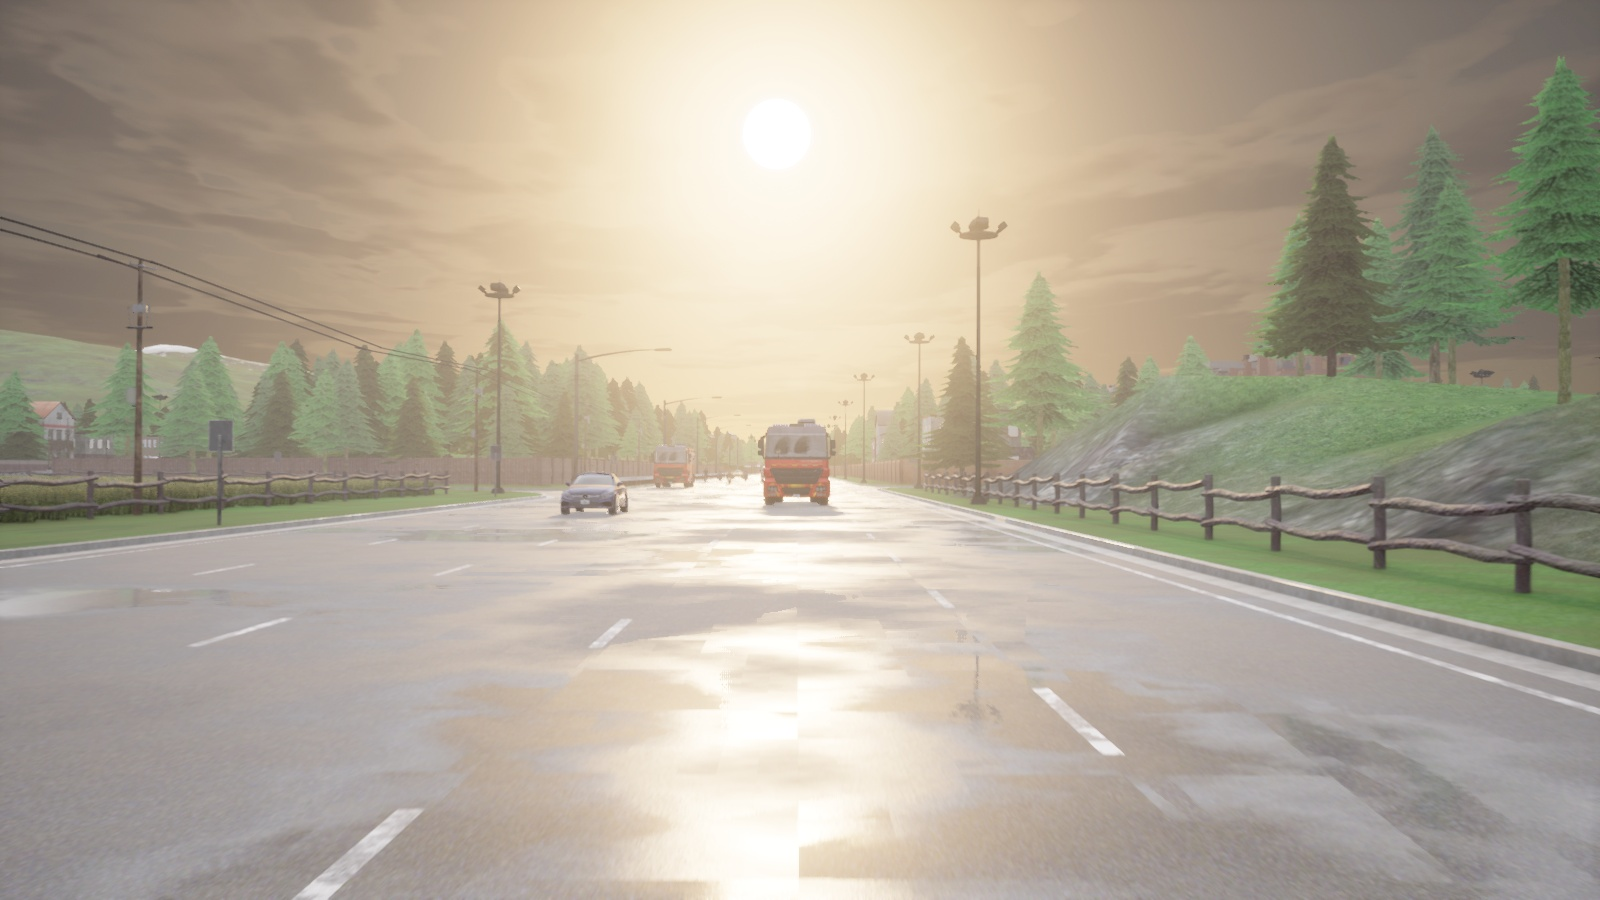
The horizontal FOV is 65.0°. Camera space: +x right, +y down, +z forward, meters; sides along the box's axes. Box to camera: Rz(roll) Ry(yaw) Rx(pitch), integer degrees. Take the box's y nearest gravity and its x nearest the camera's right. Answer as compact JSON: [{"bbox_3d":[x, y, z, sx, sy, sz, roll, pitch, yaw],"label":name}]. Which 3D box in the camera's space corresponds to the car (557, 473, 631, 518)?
[{"bbox_3d":[-7.106,1.548,43.795,1.812,1.442,4.674,0,-1,0],"label":"car"}]

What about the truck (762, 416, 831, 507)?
[{"bbox_3d":[-0.142,0.538,57.172,2.891,3.827,8.468,0,-1,0],"label":"truck"}]
